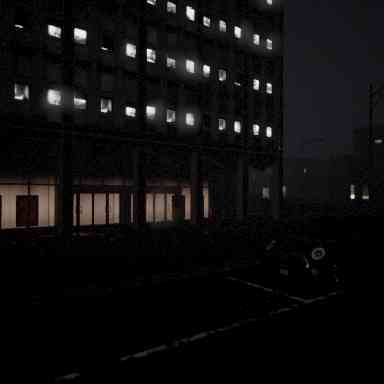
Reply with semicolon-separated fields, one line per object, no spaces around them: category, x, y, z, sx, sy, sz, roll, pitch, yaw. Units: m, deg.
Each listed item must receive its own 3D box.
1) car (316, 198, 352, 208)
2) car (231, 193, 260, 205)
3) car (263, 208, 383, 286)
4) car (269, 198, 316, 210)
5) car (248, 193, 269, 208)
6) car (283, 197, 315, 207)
car;18.576;1.447;44.103;1.752;1.417;4.829;1;0;-35
car;9.232;1.169;57.629;2.192;1.841;5.009;1;0;-35
car;3.888;1.441;9.330;4.097;1.590;1.967;0;0;-36
car;11.777;1.427;39.201;2.008;1.369;4.403;1;0;-35
car;8.631;1.168;43.757;2.192;1.841;5.009;1;0;-35
car;15.524;1.481;48.519;1.802;1.307;4.206;1;0;-35
